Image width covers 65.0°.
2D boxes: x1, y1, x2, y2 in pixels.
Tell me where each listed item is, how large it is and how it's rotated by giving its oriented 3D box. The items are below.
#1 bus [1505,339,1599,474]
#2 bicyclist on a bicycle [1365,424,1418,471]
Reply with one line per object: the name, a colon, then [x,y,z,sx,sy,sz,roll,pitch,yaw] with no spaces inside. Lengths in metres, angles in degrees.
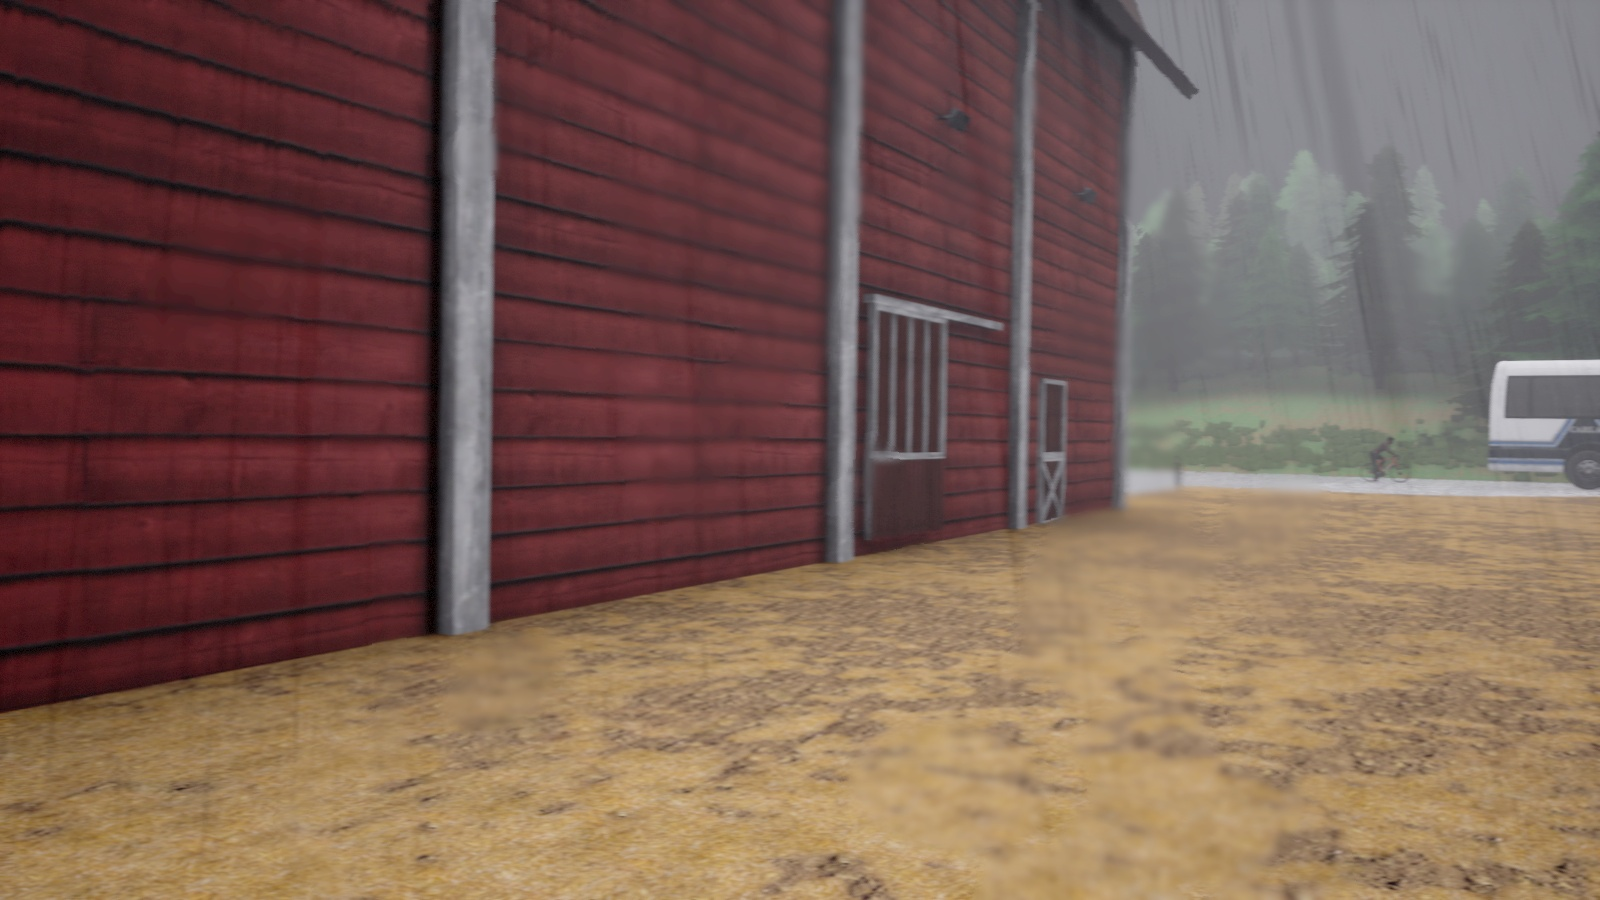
bus: [28.489,-1.405,40.199,10.273,4.253,3.944,0,1,30]
bicyclist on a bicycle: [20.993,-0.094,44.598,1.656,1.620,0.582,0,1,30]
